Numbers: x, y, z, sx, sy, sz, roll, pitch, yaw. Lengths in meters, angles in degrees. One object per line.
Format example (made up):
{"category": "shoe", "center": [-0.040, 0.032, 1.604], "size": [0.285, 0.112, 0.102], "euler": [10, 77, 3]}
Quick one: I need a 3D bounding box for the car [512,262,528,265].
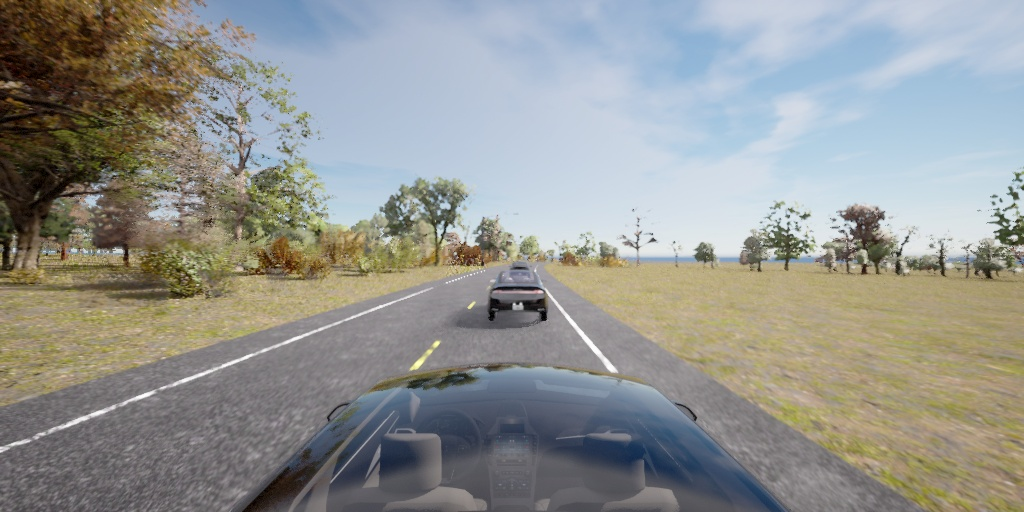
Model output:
{"category": "car", "center": [0.751, 1.258, 32.607], "size": [1.837, 1.490, 4.892], "euler": [0, 0, 2]}

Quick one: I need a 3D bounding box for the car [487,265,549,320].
{"category": "car", "center": [0.202, 1.242, 12.559], "size": [2.128, 1.511, 4.902], "euler": [0, 0, 1]}
